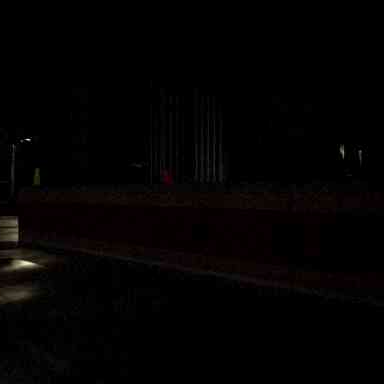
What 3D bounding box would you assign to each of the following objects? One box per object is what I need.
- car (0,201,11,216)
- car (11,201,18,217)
[{"bbox_3d":[-16.455,1.546,29.138,2.128,1.511,4.902,0,0,37],"label":"car"},{"bbox_3d":[-12.268,1.602,28.898,2.033,1.411,5.357,0,0,37],"label":"car"}]
